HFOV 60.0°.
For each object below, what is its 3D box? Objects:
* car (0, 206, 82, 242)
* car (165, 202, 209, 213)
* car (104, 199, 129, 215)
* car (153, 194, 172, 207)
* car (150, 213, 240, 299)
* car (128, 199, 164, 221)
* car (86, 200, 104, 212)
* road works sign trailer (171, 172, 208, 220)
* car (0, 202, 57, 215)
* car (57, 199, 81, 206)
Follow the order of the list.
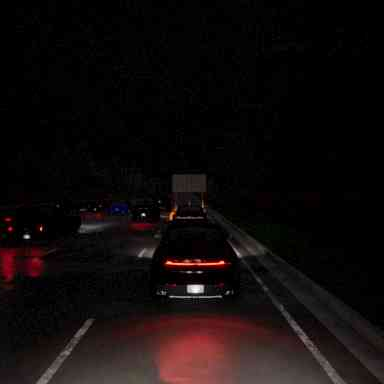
[{"bbox_3d":[-7.014,1.600,16.331,1.895,1.301,4.718,0,0,-1],"label":"car"},{"bbox_3d":[-0.069,1.488,18.828,2.128,1.511,4.902,0,0,1],"label":"car"},{"bbox_3d":[-7.174,1.477,34.127,1.882,1.535,5.008,0,0,-1],"label":"car"},{"bbox_3d":[-3.733,1.221,40.928,2.150,2.045,5.566,0,0,-1],"label":"car"},{"bbox_3d":[0.047,1.505,8.439,1.837,1.490,4.892,0,0,0],"label":"car"},{"bbox_3d":[-3.608,1.498,26.967,1.837,1.490,4.892,0,-2,-1],"label":"car"},{"bbox_3d":[-10.716,1.600,38.883,1.895,1.301,4.718,0,0,-1],"label":"car"},{"bbox_3d":[-0.186,0.464,22.698,2.380,3.560,2.880,0,0,-3],"label":"road works sign trailer"},{"bbox_3d":[-10.561,1.547,20.530,2.033,1.411,5.357,0,0,-1],"label":"car"},{"bbox_3d":[-14.200,1.546,37.586,2.033,1.411,5.357,0,0,-1],"label":"car"}]
